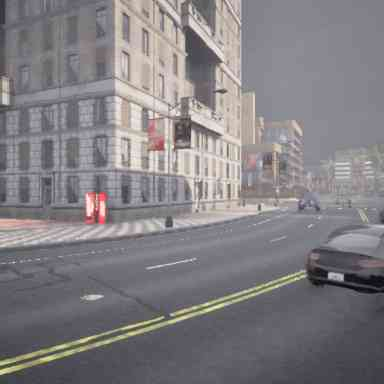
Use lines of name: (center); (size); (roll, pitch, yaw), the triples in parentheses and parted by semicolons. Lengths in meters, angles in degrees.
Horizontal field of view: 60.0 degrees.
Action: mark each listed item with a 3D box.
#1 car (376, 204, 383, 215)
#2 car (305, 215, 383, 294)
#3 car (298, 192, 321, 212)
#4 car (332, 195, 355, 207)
car: (14.613, 1.505, 24.042); (1.837, 1.490, 4.892); (0, 0, 26)
car: (4.475, 1.525, 8.321); (1.812, 1.442, 4.674); (0, 0, 44)
car: (13.614, 1.031, 38.334); (2.150, 2.045, 5.566); (0, 0, 25)
car: (16.792, 1.115, 36.868); (1.837, 1.490, 4.892); (0, 0, 25)
